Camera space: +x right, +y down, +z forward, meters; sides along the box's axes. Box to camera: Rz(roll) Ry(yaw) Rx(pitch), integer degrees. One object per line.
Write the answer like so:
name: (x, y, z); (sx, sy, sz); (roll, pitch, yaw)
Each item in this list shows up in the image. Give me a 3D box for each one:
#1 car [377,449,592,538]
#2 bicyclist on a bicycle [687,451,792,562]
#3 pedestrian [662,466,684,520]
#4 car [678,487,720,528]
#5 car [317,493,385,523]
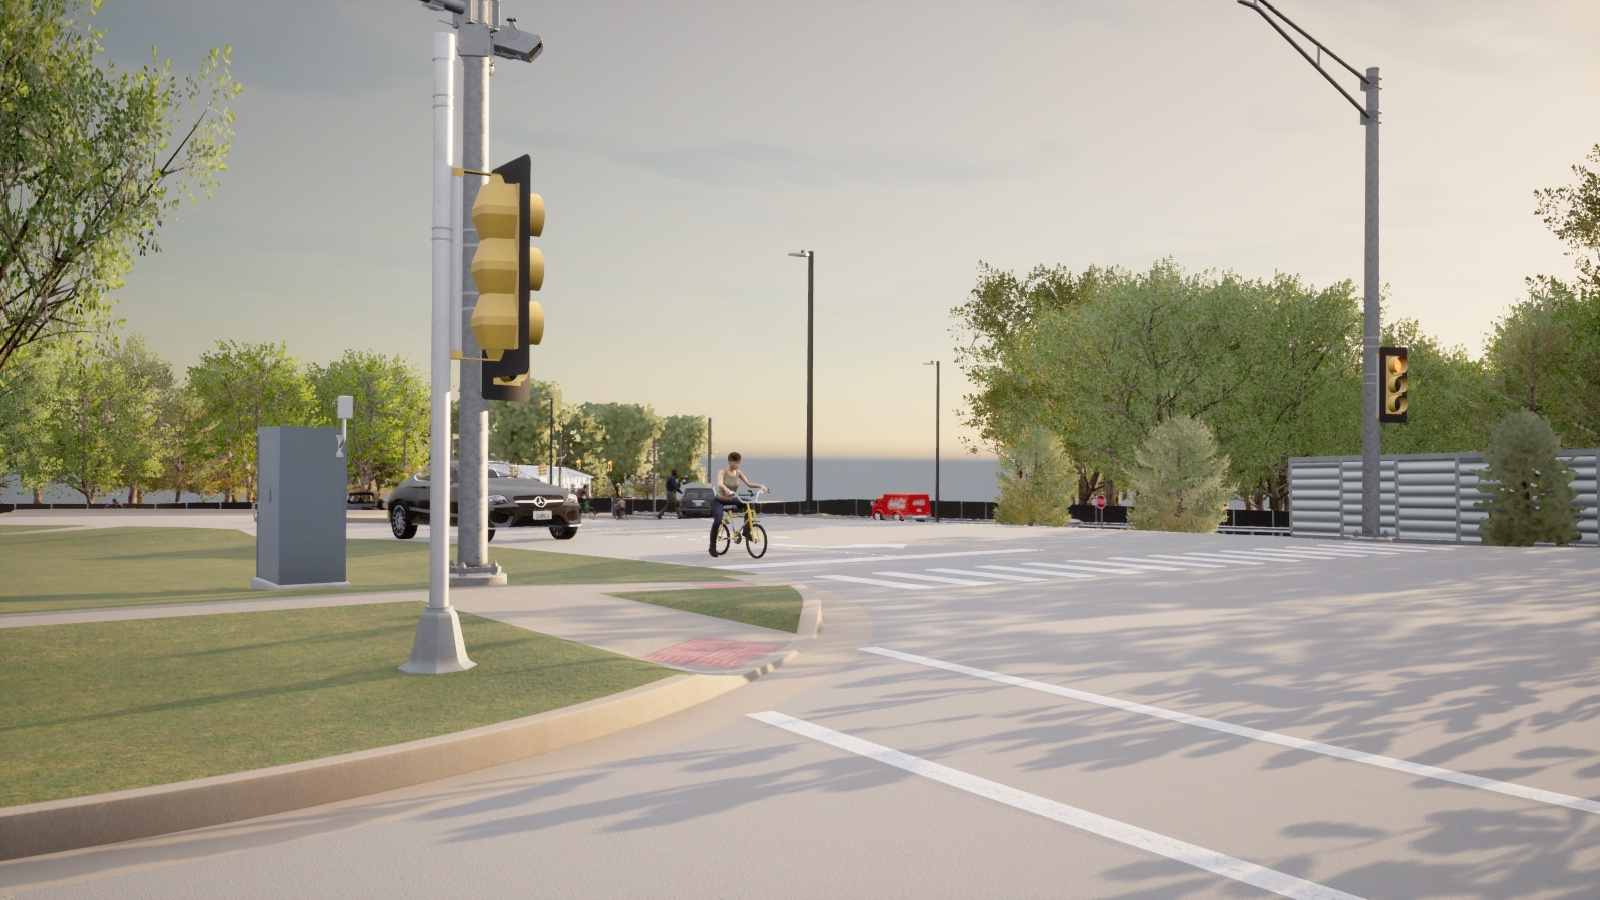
car: (-6.569, 0.887, 25.742); (2.152, 1.651, 5.027); (0, -2, -42)
bicyclist on a bicycle: (-0.941, 0.837, 19.197); (0.866, 1.612, 1.509); (0, -1, -39)
pedestrian: (-4.345, 1.484, 42.990); (0.726, 1.835, 0.370); (0, 0, -7)
car: (-5.394, 3.126, 67.519); (2.150, 2.045, 5.566); (0, -4, -4)
car: (-29.025, 3.752, 81.287); (3.866, 1.878, 1.905); (0, -4, -11)
